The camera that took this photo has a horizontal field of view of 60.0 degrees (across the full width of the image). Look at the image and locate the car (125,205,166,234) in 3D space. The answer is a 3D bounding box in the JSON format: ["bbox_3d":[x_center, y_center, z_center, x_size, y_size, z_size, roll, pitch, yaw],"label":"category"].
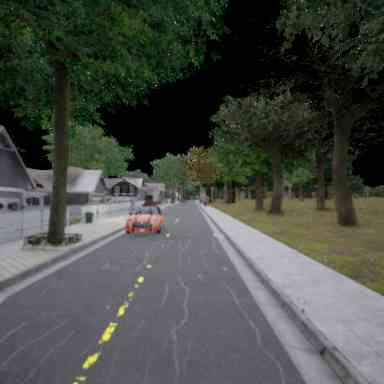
[{"bbox_3d":[-2.861,1.641,21.256,2.097,1.767,4.553,0,-1,0],"label":"car"}]
